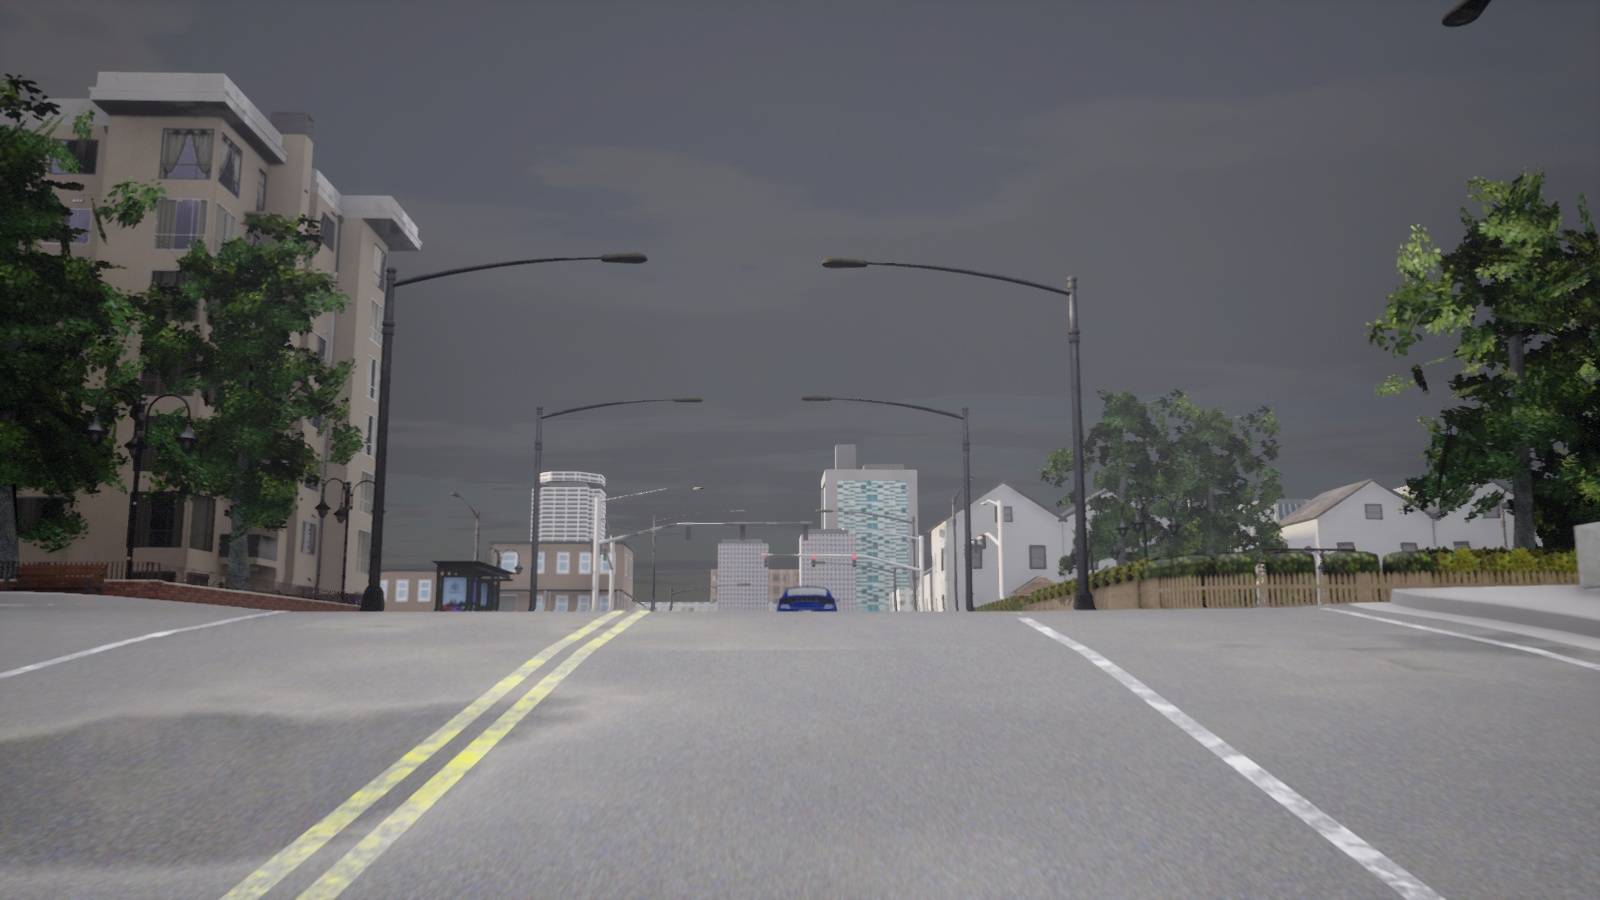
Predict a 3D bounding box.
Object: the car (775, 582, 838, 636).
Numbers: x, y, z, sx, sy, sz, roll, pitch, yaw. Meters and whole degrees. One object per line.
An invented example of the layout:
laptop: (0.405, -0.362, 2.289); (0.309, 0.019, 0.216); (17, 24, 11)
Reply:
car: (0.229, 5.124, 40.129); (1.882, 1.535, 5.008); (0, -9, 1)
